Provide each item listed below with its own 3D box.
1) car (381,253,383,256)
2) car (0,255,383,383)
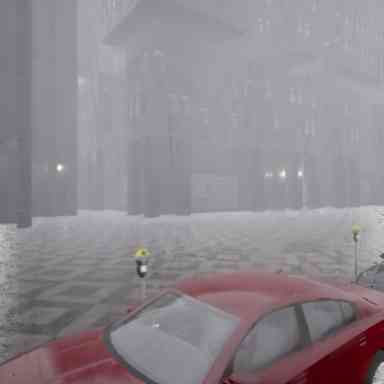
[{"bbox_3d":[4.979,1.563,6.502,4.313,1.339,1.947,0,0,-35],"label":"car"},{"bbox_3d":[0.350,1.540,3.214,4.507,1.381,1.887,0,0,-35],"label":"car"}]
